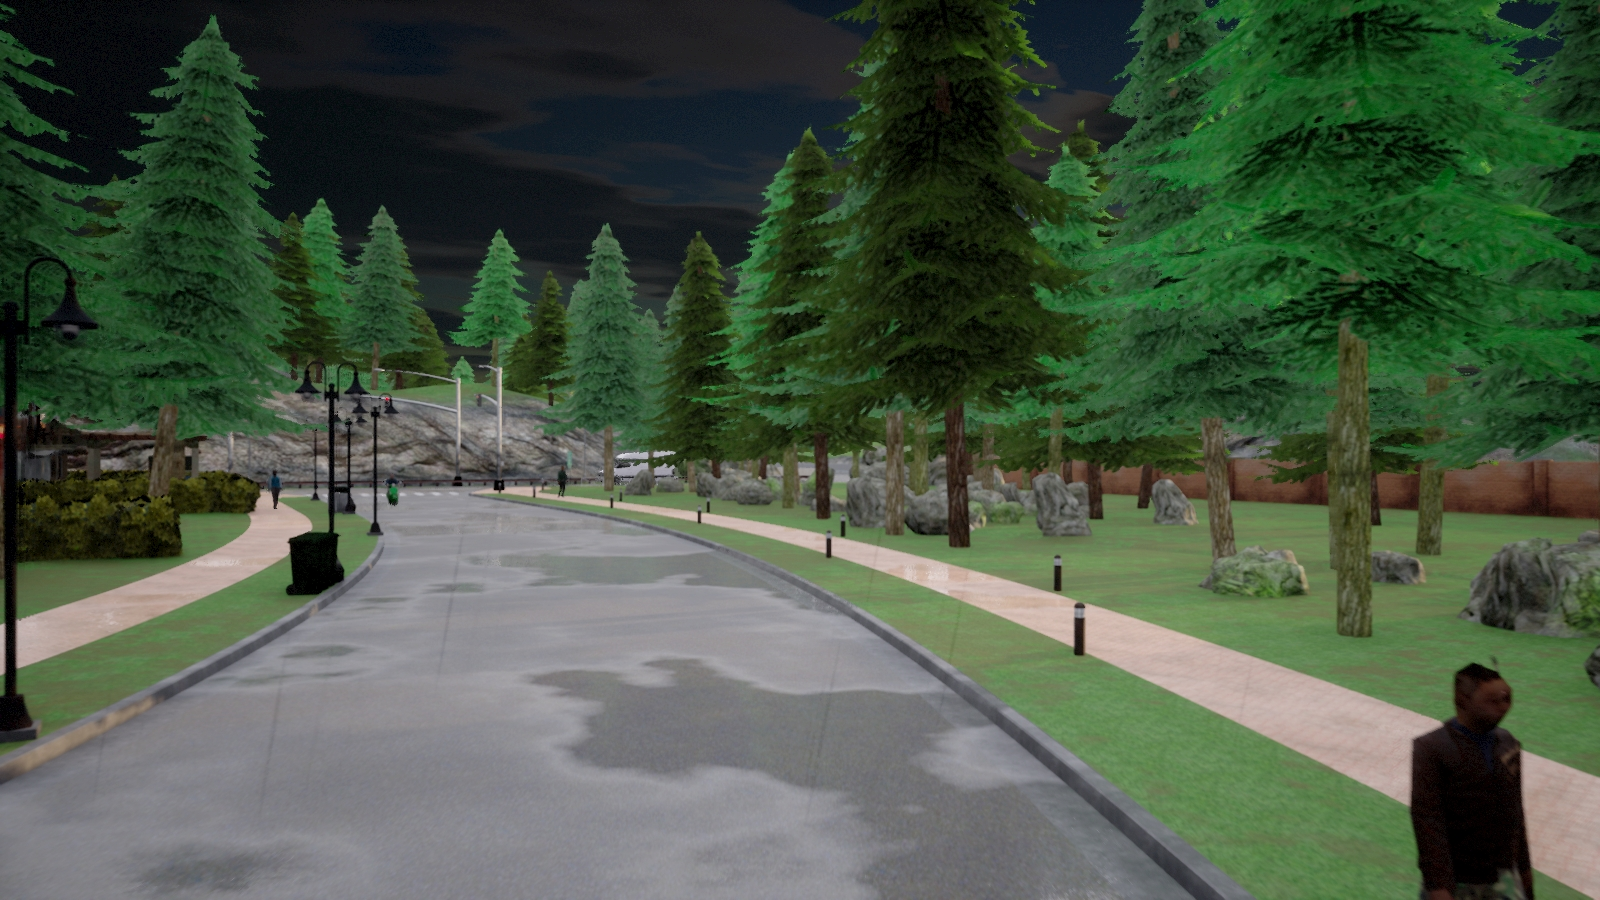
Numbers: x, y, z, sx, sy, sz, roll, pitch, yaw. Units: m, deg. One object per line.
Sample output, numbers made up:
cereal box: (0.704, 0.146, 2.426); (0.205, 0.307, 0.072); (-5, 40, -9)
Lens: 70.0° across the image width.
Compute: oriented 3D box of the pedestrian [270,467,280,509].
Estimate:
pedestrian: (-23.480, 1.689, 51.075); (0.375, 1.860, 0.375); (0, 0, -30)

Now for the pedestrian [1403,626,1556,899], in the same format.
pedestrian: (2.698, 1.665, 4.555); (0.375, 1.860, 0.375); (0, 0, -6)

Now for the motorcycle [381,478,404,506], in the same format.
motorcycle: (-20.639, 2.128, 57.819); (0.856, 1.334, 1.805); (0, 0, -28)

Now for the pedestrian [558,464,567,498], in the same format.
pedestrian: (-13.115, 1.698, 63.024); (0.375, 1.860, 0.375); (0, 0, -34)
